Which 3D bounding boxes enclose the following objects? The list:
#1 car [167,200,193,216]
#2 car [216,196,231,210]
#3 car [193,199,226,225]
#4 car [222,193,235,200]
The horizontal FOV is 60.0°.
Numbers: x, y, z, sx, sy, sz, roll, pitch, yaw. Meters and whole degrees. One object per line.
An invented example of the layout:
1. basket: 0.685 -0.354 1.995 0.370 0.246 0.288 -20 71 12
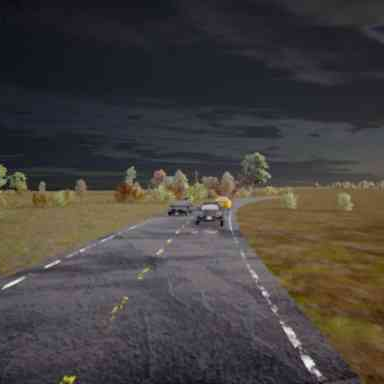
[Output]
1. car: -0.980 1.467 31.476 2.033 1.411 5.357 0 0 7
2. car: 3.831 1.370 41.526 1.882 1.535 5.008 0 0 10
3. car: 1.332 1.473 23.552 1.812 1.442 4.674 0 0 6
4. car: 7.738 0.965 71.071 1.994 1.385 4.181 0 0 17
